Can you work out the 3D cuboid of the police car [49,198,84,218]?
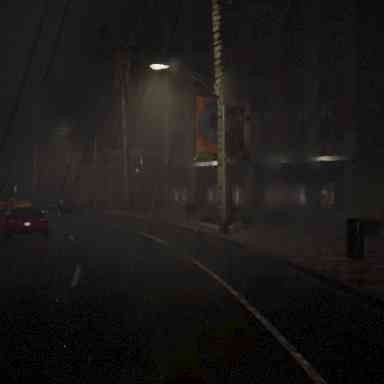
[{"bbox_3d":[-11.365,1.319,29.403,1.930,1.638,5.238,-1,0,-42],"label":"police car"}]

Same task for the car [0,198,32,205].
[{"bbox_3d":[-19.698,1.375,36.944,5.008,1.535,1.882,0,0,36],"label":"car"}]

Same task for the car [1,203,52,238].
[{"bbox_3d":[-8.844,1.511,17.732,1.994,1.385,4.181,0,0,-28],"label":"car"}]

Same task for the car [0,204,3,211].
[{"bbox_3d":[-19.860,1.458,31.139,4.674,1.442,1.812,0,0,41],"label":"car"}]
